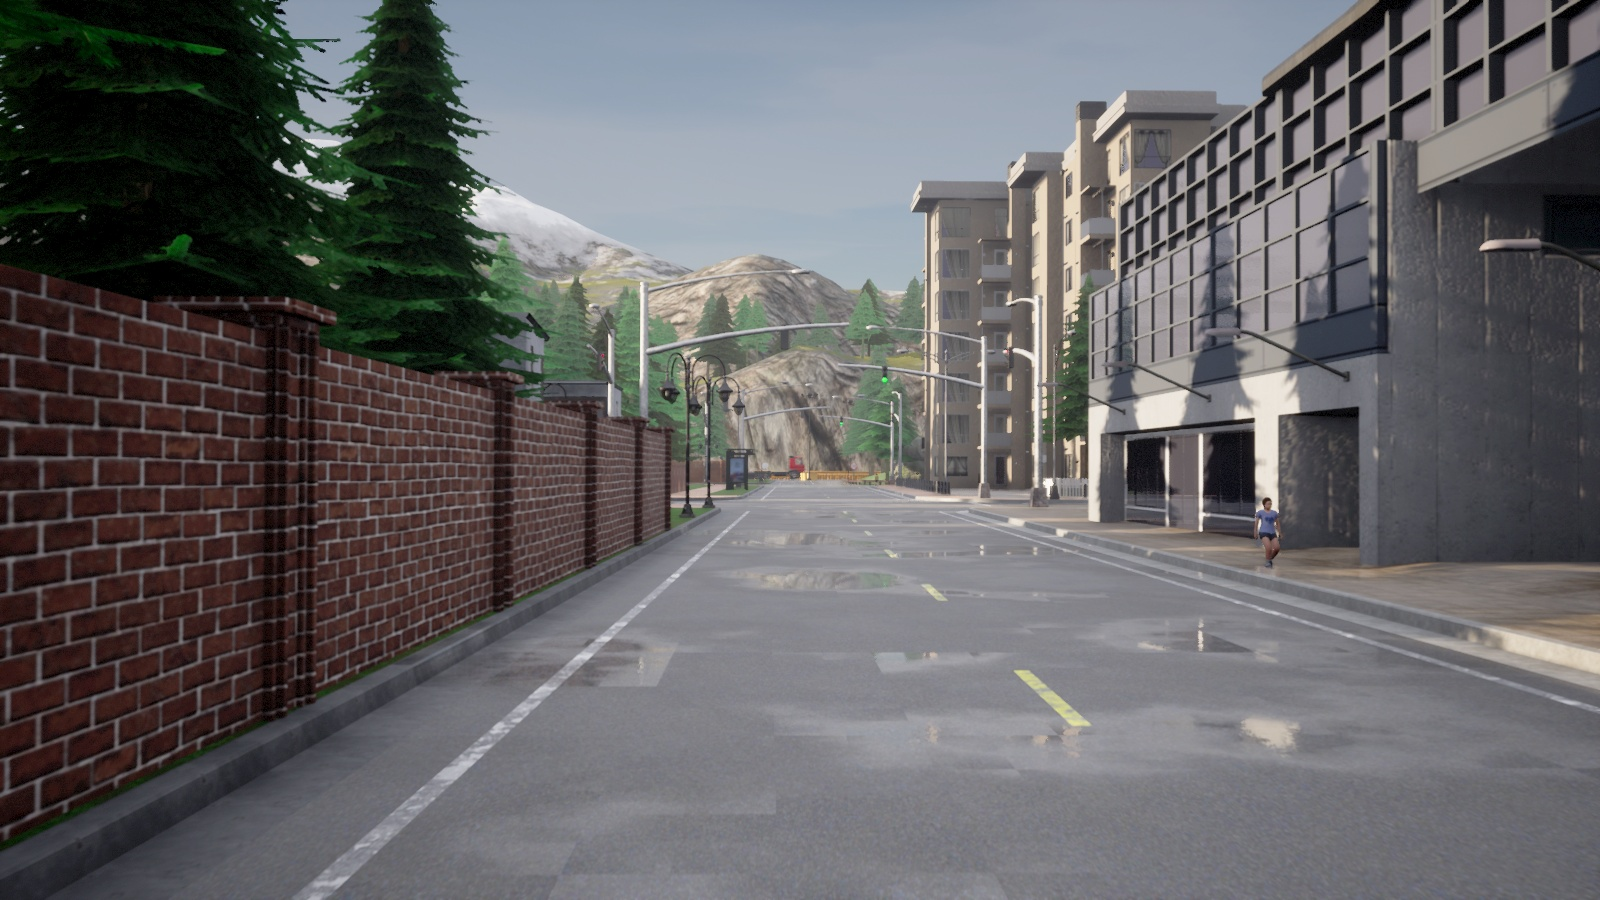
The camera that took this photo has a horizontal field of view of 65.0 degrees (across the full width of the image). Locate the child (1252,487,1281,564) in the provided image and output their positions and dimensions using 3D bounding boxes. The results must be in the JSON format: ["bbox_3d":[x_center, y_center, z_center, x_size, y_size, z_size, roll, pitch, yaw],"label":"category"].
[{"bbox_3d":[6.825,1.102,18.369,0.255,1.110,0.394,0,-1,-3],"label":"child"}]
